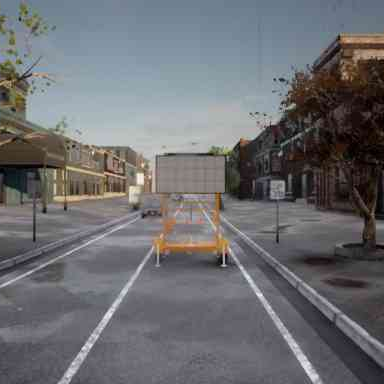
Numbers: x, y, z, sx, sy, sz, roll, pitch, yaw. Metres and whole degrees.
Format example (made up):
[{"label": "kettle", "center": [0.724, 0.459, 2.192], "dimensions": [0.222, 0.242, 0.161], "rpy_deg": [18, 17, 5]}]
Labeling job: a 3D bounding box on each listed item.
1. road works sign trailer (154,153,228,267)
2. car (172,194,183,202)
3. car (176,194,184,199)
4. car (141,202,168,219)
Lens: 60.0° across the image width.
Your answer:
[{"label": "road works sign trailer", "center": [-0.037, 0.466, 11.431], "dimensions": [2.380, 3.560, 2.880], "rpy_deg": [0, 0, 0]}, {"label": "car", "center": [-3.237, 1.352, 69.949], "dimensions": [2.128, 1.511, 4.902], "rpy_deg": [0, 1, 0]}, {"label": "car", "center": [-3.310, 1.198, 91.252], "dimensions": [1.895, 1.301, 4.718], "rpy_deg": [0, 1, 0]}, {"label": "car", "center": [-3.196, 1.567, 28.857], "dimensions": [1.994, 1.385, 4.181], "rpy_deg": [0, 0, 0]}]
